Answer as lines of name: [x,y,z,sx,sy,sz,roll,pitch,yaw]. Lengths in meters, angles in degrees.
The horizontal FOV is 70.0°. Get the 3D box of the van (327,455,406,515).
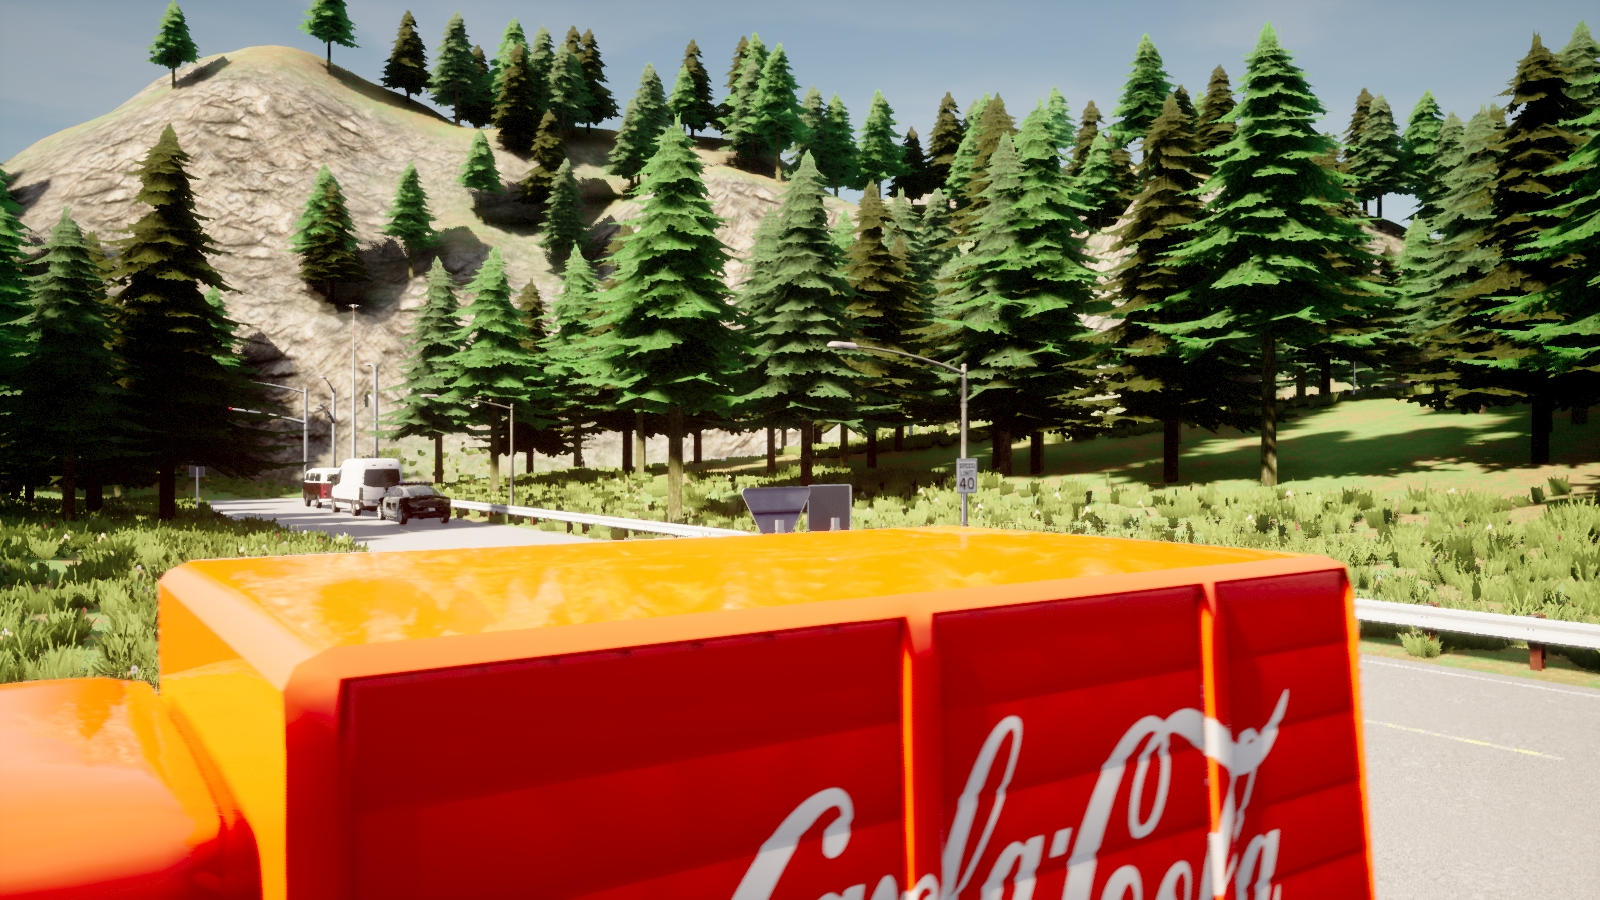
van: [-20.079,1.534,52.765,1.988,2.561,5.915,0,0,-35]

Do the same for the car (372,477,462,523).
car: [-15.723,1.982,46.760,2.097,1.638,5.238,0,0,-35]

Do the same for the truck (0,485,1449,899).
truck: [-0.809,1.424,3.269,5.204,2.467,2.627,0,0,-34]

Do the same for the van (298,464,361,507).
van: [-24.143,1.782,58.581,2.069,2.038,4.480,0,0,-35]
